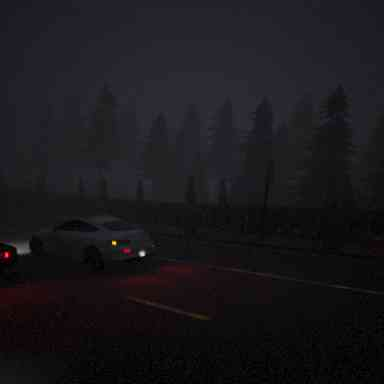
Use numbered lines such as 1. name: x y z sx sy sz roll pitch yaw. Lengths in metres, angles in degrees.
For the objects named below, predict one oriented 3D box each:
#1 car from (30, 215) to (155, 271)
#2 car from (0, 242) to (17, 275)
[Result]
1. car: -3.262 1.460 10.622 4.674 1.442 1.812 1 0 36
2. car: -6.672 1.516 8.756 4.718 1.301 1.895 1 1 36
